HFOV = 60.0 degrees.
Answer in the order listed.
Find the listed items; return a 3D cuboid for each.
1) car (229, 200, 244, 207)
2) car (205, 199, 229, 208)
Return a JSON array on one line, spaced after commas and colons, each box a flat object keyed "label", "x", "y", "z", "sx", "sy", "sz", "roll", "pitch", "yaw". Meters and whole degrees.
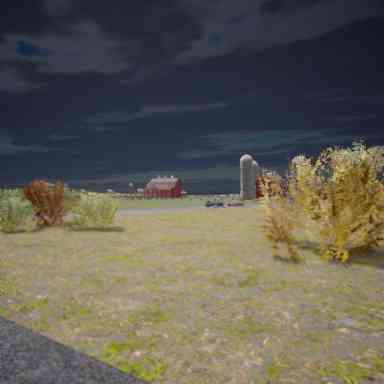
[{"label": "car", "x": 8.721, "y": 2.215, "z": 66.246, "sx": 1.994, "sy": 1.385, "sz": 4.181, "roll": -1, "pitch": -1, "yaw": 36}, {"label": "car", "x": 4.232, "y": 2.070, "z": 59.943, "sx": 1.837, "sy": 1.490, "sz": 4.892, "roll": -1, "pitch": -1, "yaw": 36}]
